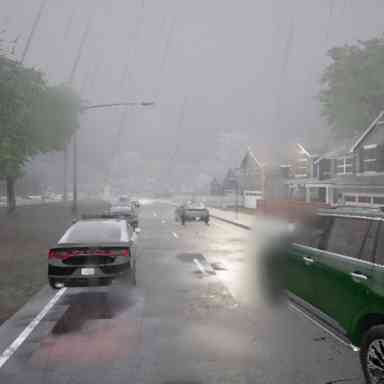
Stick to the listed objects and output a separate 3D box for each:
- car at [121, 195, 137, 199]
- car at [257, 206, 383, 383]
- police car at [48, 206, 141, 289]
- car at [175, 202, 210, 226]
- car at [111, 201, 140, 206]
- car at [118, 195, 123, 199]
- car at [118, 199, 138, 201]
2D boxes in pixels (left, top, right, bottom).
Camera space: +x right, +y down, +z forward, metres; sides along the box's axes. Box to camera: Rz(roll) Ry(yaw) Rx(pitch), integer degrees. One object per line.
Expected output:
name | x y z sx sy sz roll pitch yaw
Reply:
car | -8.036 1.480 44.093 1.895 1.301 4.718 0 0 -14
car | 2.771 1.212 4.953 2.150 2.045 5.566 0 -1 -8
police car | -2.492 1.416 9.354 1.930 1.638 5.238 0 0 -8
car | -0.077 1.445 23.269 2.128 1.511 4.902 0 0 -10
car | -4.025 1.473 19.143 1.837 1.490 4.892 0 0 -10
car | -12.460 1.283 60.979 1.882 1.535 5.008 0 0 -16
car | -5.081 1.475 25.061 1.812 1.442 4.674 0 0 -11
